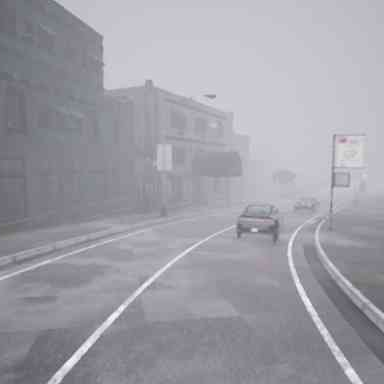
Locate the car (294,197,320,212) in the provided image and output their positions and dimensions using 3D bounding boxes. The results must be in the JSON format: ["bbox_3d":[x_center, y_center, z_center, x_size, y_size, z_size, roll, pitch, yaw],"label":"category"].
[{"bbox_3d":[11.565,1.175,33.384,2.033,1.411,5.357,3,2,28],"label":"car"}]

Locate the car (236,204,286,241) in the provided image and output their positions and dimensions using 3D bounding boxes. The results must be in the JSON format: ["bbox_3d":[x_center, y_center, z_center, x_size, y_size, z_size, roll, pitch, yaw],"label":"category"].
[{"bbox_3d":[3.399,1.351,16.114,2.128,1.511,4.902,2,1,19],"label":"car"}]
